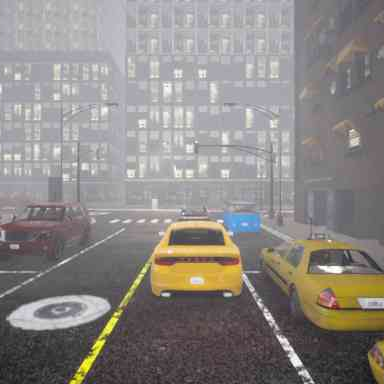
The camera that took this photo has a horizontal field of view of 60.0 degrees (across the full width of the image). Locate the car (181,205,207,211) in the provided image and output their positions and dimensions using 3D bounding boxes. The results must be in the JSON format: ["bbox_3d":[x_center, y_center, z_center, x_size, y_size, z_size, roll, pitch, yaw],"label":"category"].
[{"bbox_3d":[0.125,1.497,19.059,2.128,1.511,4.902,0,0,0],"label":"car"}]

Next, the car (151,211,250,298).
[{"bbox_3d":[0.108,1.479,8.588,1.882,1.535,5.008,0,0,0],"label":"car"}]

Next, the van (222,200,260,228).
[{"bbox_3d":[2.588,1.346,18.088,1.690,1.788,3.998,0,0,0],"label":"van"}]

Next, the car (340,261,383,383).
[{"bbox_3d":[2.570,1.526,1.337,1.752,1.417,4.829,0,0,0],"label":"car"}]

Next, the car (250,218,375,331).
[{"bbox_3d":[2.576,1.527,6.977,1.752,1.417,4.829,0,0,0],"label":"car"}]

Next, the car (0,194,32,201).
[{"bbox_3d":[-20.833,1.112,38.090,5.009,1.841,2.192,1,-1,0],"label":"car"}]

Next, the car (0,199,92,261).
[{"bbox_3d":[-5.297,1.318,12.457,2.192,1.841,5.009,0,0,0],"label":"car"}]
